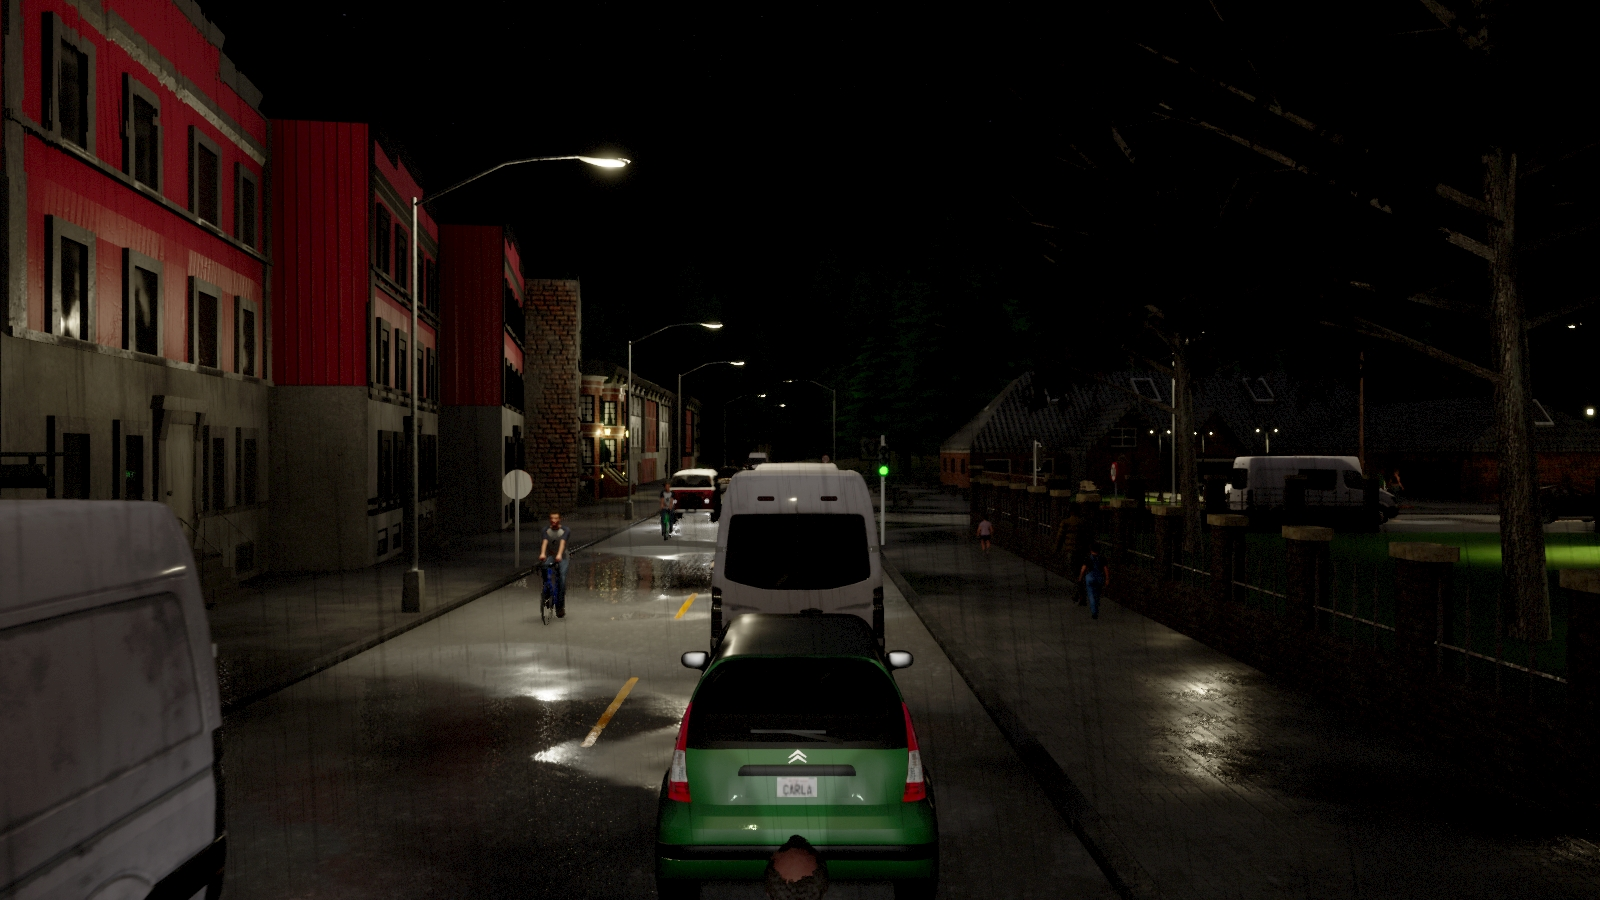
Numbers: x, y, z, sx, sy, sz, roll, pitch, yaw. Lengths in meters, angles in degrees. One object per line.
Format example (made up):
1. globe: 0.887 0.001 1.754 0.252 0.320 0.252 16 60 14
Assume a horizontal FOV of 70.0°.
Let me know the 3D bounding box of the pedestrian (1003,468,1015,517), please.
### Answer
1. pedestrian: 8.042 1.629 43.901 0.375 1.860 0.375 0 0 -5

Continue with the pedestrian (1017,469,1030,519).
1. pedestrian: 8.290 1.629 42.371 0.375 1.860 0.375 0 0 -2

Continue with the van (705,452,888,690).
1. van: -0.048 1.314 15.312 1.988 2.561 5.915 0 0 0

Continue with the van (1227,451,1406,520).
1. van: 19.613 1.315 43.543 5.915 2.561 1.988 0 0 1

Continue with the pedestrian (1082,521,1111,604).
1. pedestrian: 4.766 1.805 18.382 0.375 1.300 0.375 0 0 1

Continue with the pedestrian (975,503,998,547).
1. pedestrian: 4.740 1.904 29.046 0.500 1.100 0.500 0 0 0

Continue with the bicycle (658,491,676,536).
1. bicycle: -4.082 1.936 35.143 0.373 1.296 1.643 0 0 0

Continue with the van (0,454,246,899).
1. van: -4.021 1.313 3.289 1.988 2.561 5.915 0 0 0

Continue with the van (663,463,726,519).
1. van: -4.104 1.563 45.107 2.069 2.038 4.480 0 0 0

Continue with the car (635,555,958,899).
1. car: -0.023 1.779 8.527 1.851 1.617 3.988 0 0 0

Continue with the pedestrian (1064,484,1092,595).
1. pedestrian: 4.754 1.525 19.543 0.375 1.860 0.375 0 0 0
